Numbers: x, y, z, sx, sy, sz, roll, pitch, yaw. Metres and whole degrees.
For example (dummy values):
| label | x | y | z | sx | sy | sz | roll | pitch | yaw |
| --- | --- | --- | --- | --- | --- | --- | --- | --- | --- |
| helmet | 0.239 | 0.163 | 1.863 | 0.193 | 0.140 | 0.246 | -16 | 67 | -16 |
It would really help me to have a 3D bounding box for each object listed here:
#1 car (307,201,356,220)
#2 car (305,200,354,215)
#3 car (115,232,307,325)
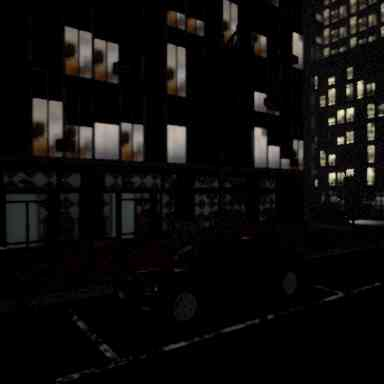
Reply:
| label | x | y | z | sx | sy | sz | roll | pitch | yaw |
| --- | --- | --- | --- | --- | --- | --- | --- | --- | --- |
| car | 12.671 | 1.768 | 30.511 | 1.994 | 1.385 | 4.181 | 0 | 1 | -35 |
| car | 15.168 | 1.668 | 37.019 | 1.752 | 1.417 | 4.829 | 0 | 0 | -35 |
| car | 0.590 | 1.596 | 7.156 | 4.507 | 1.381 | 1.887 | 1 | -1 | -36 |
